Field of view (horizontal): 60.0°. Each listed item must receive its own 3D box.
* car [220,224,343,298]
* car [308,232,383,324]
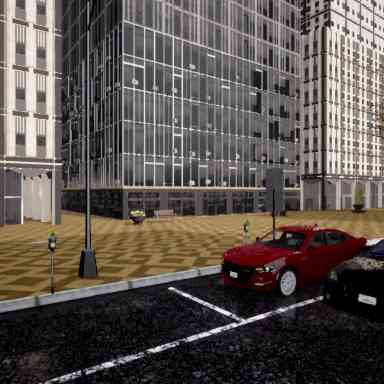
[{"bbox_3d":[2.730,1.545,8.516,4.507,1.381,1.887,0,0,-36],"label":"car"},{"bbox_3d":[4.473,1.565,6.533,4.181,1.385,1.994,0,0,-35],"label":"car"}]
